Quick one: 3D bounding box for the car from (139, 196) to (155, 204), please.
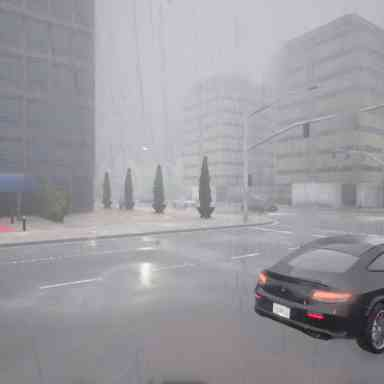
[{"bbox_3d":[-8.777,1.564,65.729,1.994,1.385,4.181,0,0,-35],"label":"car"}]

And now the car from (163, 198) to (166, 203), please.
[{"bbox_3d":[-7.333,1.503,69.704,1.837,1.490,4.892,0,0,-35],"label":"car"}]

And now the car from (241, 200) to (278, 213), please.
[{"bbox_3d":[7.315,1.564,36.339,1.994,1.385,4.181,0,0,-35],"label":"car"}]

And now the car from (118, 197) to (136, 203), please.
[{"bbox_3d":[-12.677,1.601,65.008,1.895,1.301,4.718,0,0,-35],"label":"car"}]

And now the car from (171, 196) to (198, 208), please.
[{"bbox_3d":[-1.087,1.526,48.321,1.812,1.442,4.674,0,0,-35],"label":"car"}]

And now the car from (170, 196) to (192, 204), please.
[{"bbox_3d":[-2.049,1.526,62.228,1.812,1.442,4.674,0,0,-35],"label":"car"}]

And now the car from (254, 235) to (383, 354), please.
[{"bbox_3d":[3.158,1.526,6.073,4.674,1.442,1.812,0,0,-35],"label":"car"}]
